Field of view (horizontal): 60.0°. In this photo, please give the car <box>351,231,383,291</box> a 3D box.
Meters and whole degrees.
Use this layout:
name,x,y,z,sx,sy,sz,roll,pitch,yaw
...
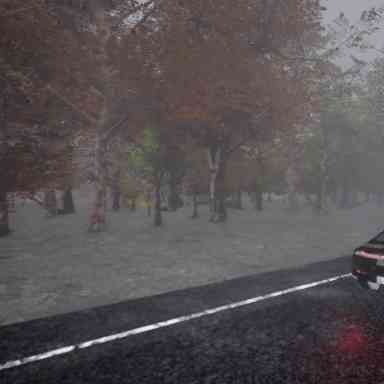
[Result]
name,x,y,z,sx,sy,sz,roll,pitch,yaw
car,5.682,1.504,7.796,4.902,1.511,2.128,0,0,-35
